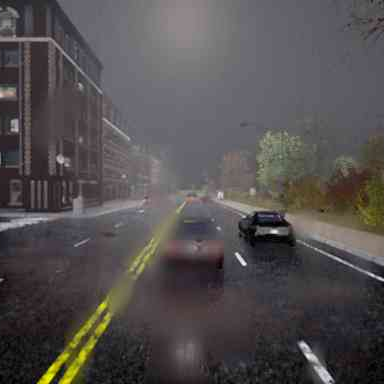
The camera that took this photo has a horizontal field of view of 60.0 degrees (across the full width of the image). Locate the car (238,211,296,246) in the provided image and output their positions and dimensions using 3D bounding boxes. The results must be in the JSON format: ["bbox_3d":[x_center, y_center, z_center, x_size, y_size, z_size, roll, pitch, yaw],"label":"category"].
[{"bbox_3d":[3.319,1.566,15.342,1.994,1.385,4.181,0,0,0],"label":"car"}]

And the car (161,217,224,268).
[{"bbox_3d":[0.039,1.549,11.239,2.033,1.411,5.357,0,0,1],"label":"car"}]

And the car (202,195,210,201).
[{"bbox_3d":[3.243,1.383,77.996,1.812,1.442,4.674,0,0,0],"label":"car"}]

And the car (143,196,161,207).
[{"bbox_3d":[-6.579,1.365,53.060,2.097,1.767,4.553,0,0,0],"label":"car"}]

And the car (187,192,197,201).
[{"bbox_3d":[-0.007,1.084,78.026,2.150,2.045,5.566,0,0,0],"label":"car"}]

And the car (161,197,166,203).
[{"bbox_3d":[-6.507,1.591,68.467,1.895,1.301,4.718,0,0,0],"label":"car"}]

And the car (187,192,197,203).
[{"bbox_3d":[-0.005,1.373,67.961,2.097,1.767,4.553,0,0,0],"label":"car"}]

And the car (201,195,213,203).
[{"bbox_3d":[3.245,1.582,67.991,1.994,1.385,4.181,0,0,0],"label":"car"}]
